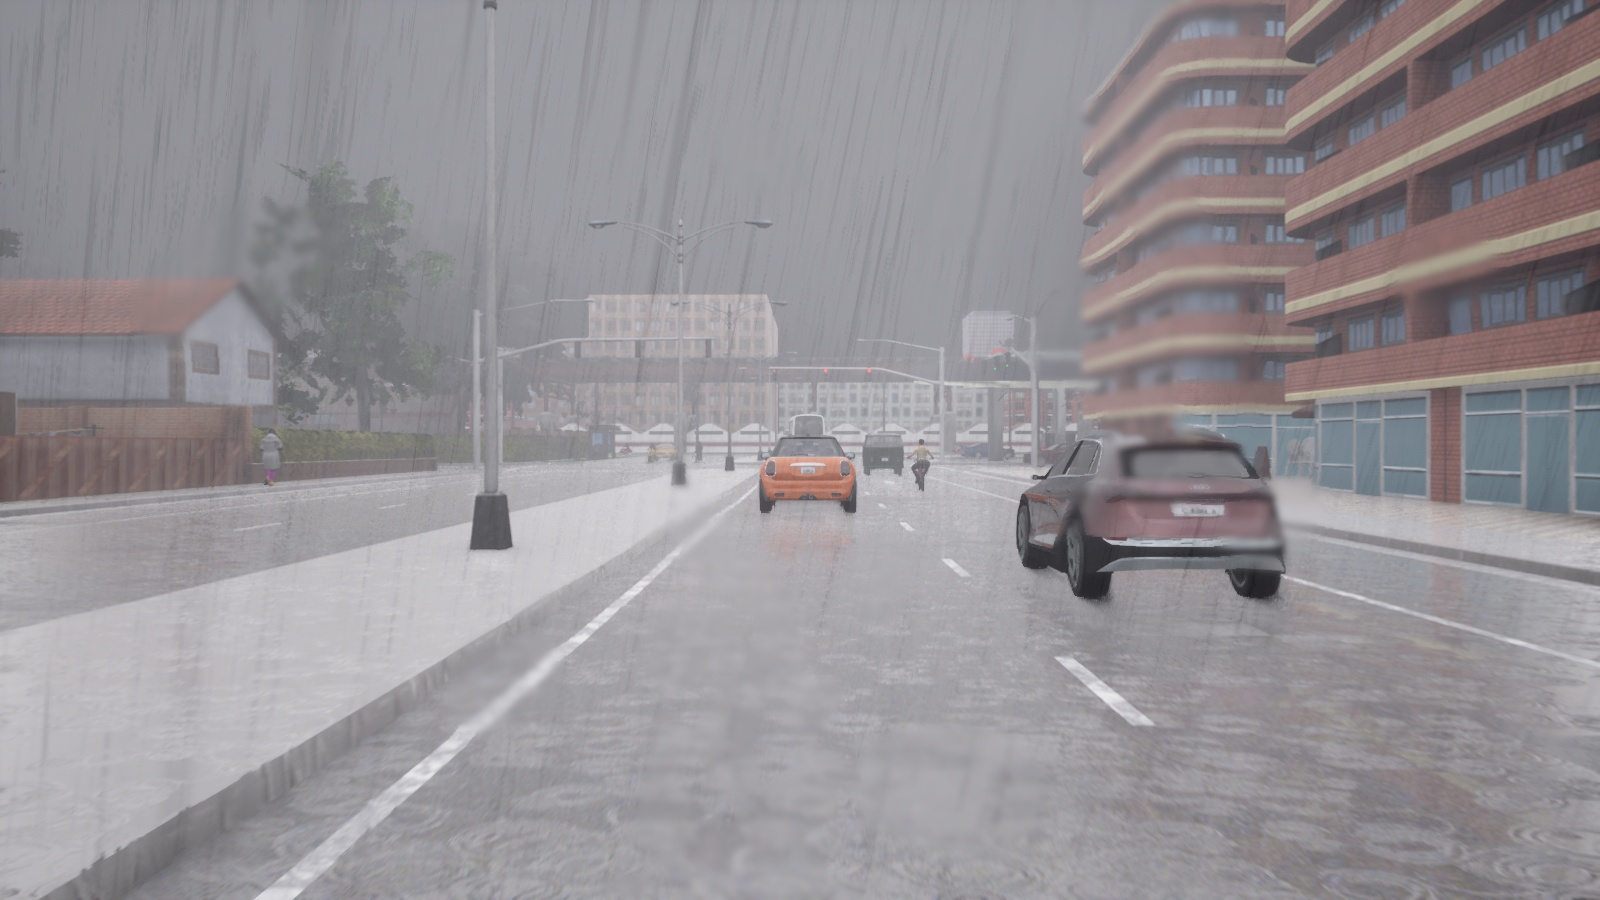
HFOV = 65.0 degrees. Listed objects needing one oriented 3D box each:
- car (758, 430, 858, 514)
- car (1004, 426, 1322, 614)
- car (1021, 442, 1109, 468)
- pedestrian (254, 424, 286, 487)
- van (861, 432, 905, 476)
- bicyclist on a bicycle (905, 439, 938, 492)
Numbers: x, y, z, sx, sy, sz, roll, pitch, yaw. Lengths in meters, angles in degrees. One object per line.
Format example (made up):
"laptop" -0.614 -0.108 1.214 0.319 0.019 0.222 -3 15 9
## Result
"car" 0.178 0.444 28.537 2.097 1.767 4.553 0 0 0
"car" 3.592 0.603 13.502 2.033 1.649 4.856 0 0 0
"car" 16.268 0.302 77.317 5.008 1.535 1.882 0 0 -2
"pedestrian" -16.701 0.165 39.569 0.659 1.952 0.873 0 0 -1
"van" 3.850 0.172 58.596 1.775 1.987 4.442 0 0 0
"bicyclist on a bicycle" 3.742 0.467 38.833 0.866 1.612 1.509 0 0 0
